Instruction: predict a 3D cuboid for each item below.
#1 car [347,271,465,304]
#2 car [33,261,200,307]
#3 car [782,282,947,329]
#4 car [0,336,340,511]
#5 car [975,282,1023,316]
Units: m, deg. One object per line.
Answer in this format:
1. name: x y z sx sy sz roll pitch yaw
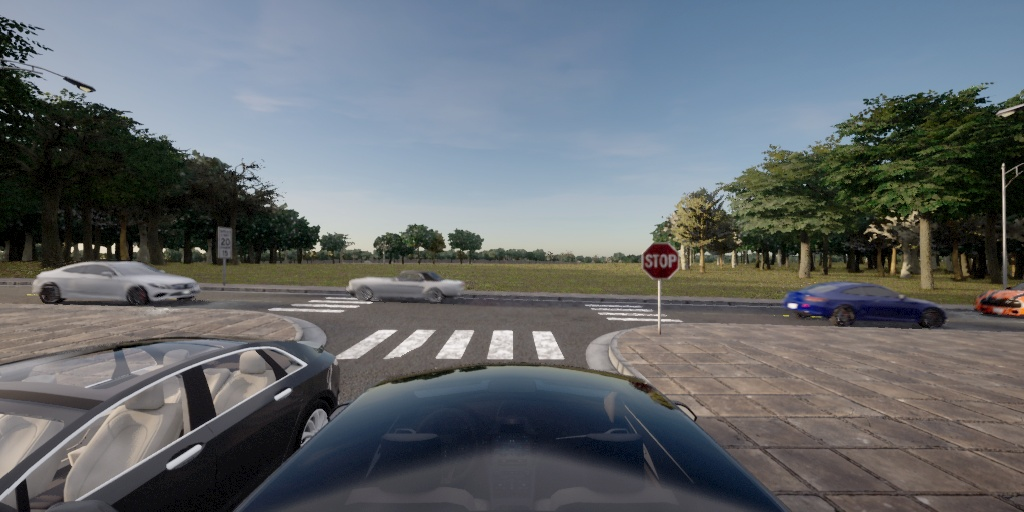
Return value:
1. car: -4.474 1.278 15.482 4.718 1.301 1.895 2 -1 0
2. car: -13.720 0.918 12.553 4.674 1.442 1.812 2 -1 0
3. car: 12.082 1.639 12.497 4.674 1.442 1.812 2 -1 0
4. car: -2.636 1.300 2.067 2.007 1.370 4.403 0 0 0
5. car: 23.184 1.815 15.421 4.553 1.767 2.097 2 -1 0
